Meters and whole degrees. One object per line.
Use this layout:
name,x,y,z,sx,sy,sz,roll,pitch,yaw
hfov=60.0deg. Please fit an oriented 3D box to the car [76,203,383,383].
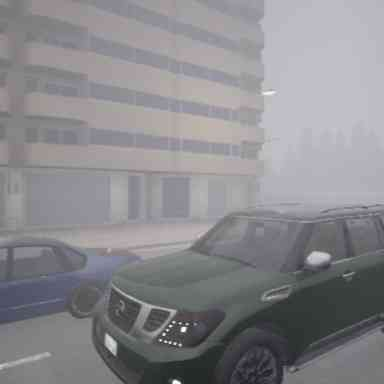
car,1.431,1.223,5.016,5.566,2.045,2.150,0,0,-35

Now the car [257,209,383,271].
car,4.714,1.480,11.616,5.008,1.535,1.882,0,0,-35

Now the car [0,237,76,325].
car,-3.437,1.548,5.836,5.357,1.411,2.033,0,0,-35
